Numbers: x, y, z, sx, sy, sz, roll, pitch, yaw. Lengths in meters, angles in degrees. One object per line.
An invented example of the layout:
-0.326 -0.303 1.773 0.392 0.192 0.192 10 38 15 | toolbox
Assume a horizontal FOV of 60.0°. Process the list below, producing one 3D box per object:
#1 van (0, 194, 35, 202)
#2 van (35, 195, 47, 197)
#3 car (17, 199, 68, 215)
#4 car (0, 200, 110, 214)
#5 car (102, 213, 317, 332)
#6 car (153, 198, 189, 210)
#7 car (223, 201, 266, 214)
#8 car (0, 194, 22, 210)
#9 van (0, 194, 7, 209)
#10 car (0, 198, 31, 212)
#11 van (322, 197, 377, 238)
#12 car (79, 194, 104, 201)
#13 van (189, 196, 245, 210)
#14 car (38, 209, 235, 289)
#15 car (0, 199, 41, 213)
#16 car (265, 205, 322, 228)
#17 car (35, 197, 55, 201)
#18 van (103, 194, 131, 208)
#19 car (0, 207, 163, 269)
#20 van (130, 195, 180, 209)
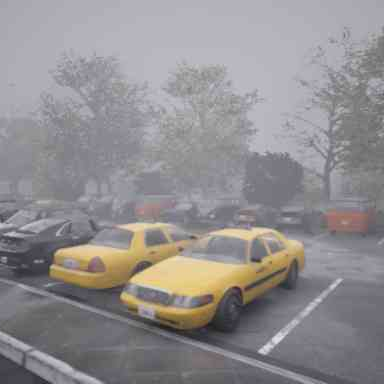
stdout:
-10.093 1.260 15.525 1.878 1.987 4.442 0 0 36 | van
-18.198 1.299 37.513 1.878 1.987 4.442 0 0 36 | van
-16.018 1.558 35.798 2.002 1.452 4.674 0 0 36 | car
-5.644 1.350 12.207 2.185 1.767 4.553 0 0 36 | car
0.877 1.489 7.230 1.946 1.575 5.366 0 0 36 | car
-0.195 1.473 24.374 2.097 1.535 5.008 0 0 36 | car
4.308 1.499 21.151 2.163 1.488 4.792 0 0 36 | car
-25.020 1.293 42.261 2.435 2.045 5.566 0 0 36 | car
-27.181 1.324 44.001 1.878 1.987 4.442 0 0 36 | van
-22.660 1.537 40.584 2.097 1.535 5.008 0 0 36 | car
8.746 1.261 18.054 1.878 1.987 4.442 0 0 36 | van
-6.952 1.241 29.212 2.435 2.045 5.566 0 0 36 | car
1.996 1.244 22.651 1.878 1.987 4.442 0 0 35 | van
-1.056 1.478 9.084 1.946 1.575 5.366 0 0 36 | car
-20.411 1.571 38.965 2.002 1.452 4.674 0 0 36 | car
6.448 1.505 19.606 2.163 1.488 4.792 0 0 36 | car
-13.676 1.512 34.097 2.097 1.535 5.008 0 0 36 | car
-4.759 1.260 27.519 1.878 1.987 4.442 0 0 36 | van
-3.412 1.476 10.549 2.231 1.521 4.892 0 0 36 | car
-2.376 1.254 26.086 1.878 1.987 4.442 0 0 36 | van
